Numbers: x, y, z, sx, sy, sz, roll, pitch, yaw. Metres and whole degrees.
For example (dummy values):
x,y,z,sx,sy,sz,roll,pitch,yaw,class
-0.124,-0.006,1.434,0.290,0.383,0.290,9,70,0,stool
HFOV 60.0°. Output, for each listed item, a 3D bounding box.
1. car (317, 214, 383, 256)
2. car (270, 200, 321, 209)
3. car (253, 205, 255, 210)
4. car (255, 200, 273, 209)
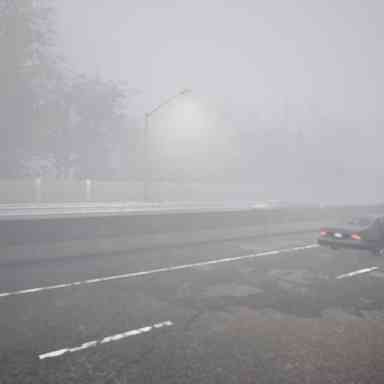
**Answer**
x,y,z,sx,sy,sz,roll,pitch,yaw,class
7.225,1.587,13.277,5.357,1.411,2.033,0,0,-36,car
9.408,1.636,28.050,5.357,1.411,2.033,0,0,-36,car
8.787,1.595,36.227,5.008,1.535,1.882,0,0,-36,car
8.784,1.594,31.912,4.902,1.511,2.128,0,0,-36,car
